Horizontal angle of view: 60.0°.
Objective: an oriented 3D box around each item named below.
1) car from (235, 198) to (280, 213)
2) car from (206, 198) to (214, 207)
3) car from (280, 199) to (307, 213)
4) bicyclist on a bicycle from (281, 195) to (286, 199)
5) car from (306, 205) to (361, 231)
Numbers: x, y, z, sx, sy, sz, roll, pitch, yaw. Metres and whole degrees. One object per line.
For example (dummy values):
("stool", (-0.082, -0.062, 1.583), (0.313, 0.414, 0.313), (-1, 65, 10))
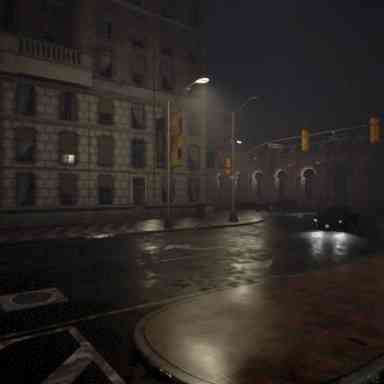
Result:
("car", (7.020, 1.491, 37.571), (2.128, 1.511, 4.902), (0, 0, -36))
("car", (1.467, 1.525, 51.276), (1.812, 1.442, 4.674), (0, 0, -35))
("car", (11.064, 1.525, 37.953), (1.812, 1.442, 4.674), (0, 0, -36))
("bicyclist on a bicycle", (15.528, 1.301, 56.489), (1.656, 1.620, 0.582), (0, 0, -36))
("car", (9.269, 1.547, 20.955), (2.033, 1.411, 5.357), (0, 0, 37))
